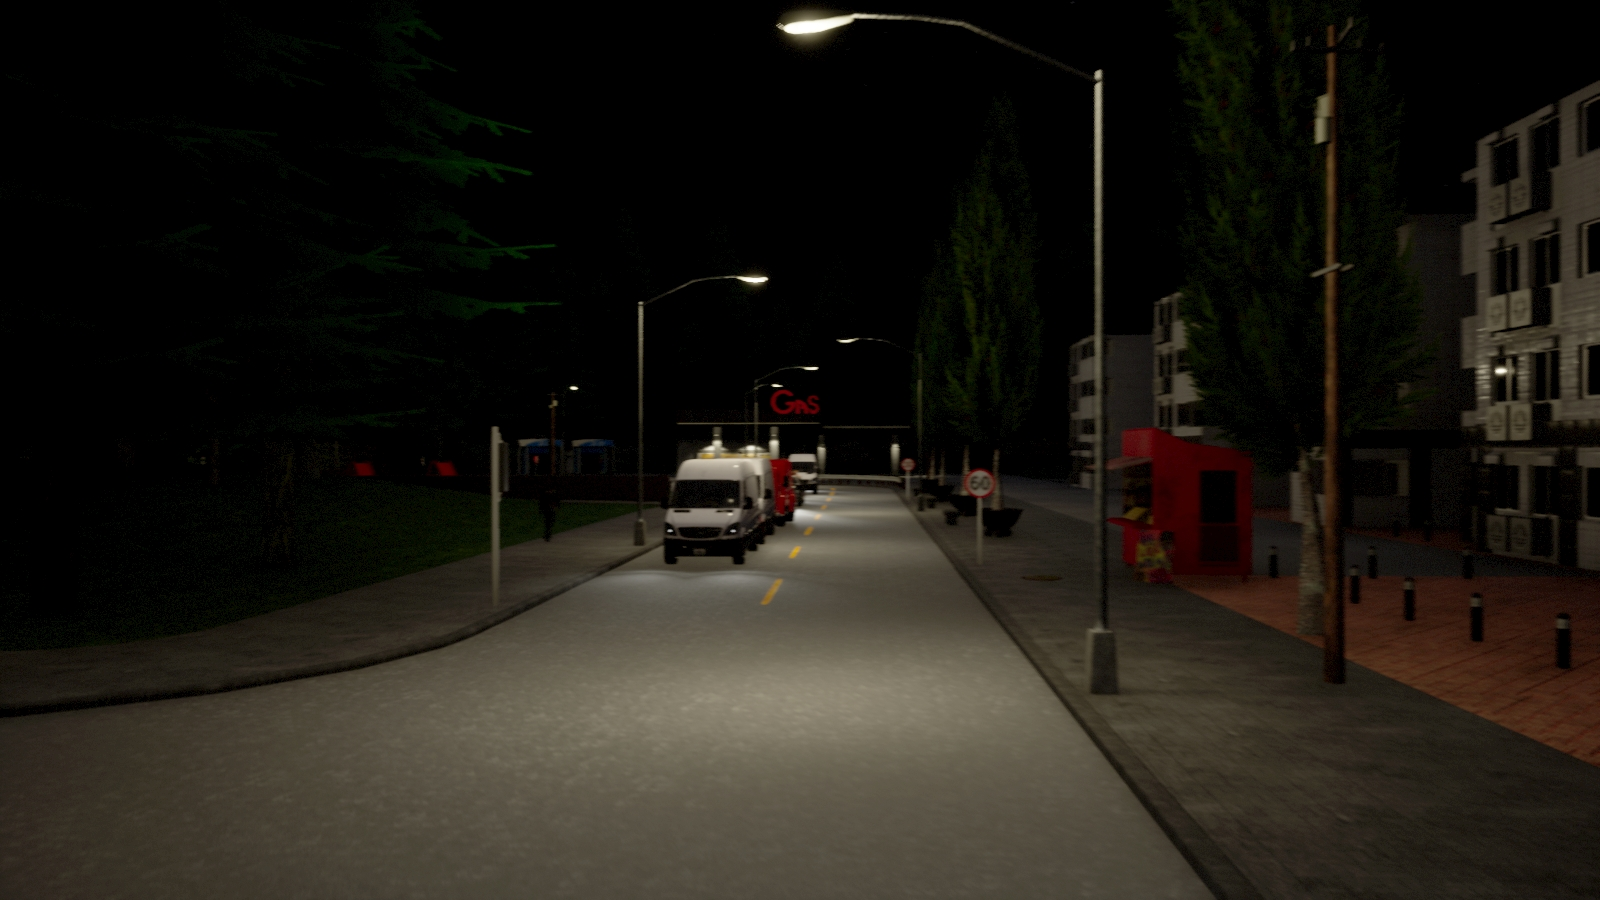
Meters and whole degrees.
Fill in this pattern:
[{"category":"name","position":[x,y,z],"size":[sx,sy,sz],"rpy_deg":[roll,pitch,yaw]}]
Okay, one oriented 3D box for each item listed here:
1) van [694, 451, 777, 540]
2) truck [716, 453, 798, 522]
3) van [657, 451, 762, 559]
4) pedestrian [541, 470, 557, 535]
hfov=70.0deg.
[{"category":"van","position":[-1.932,1.314,36.026],"size":[1.988,2.561,5.915],"rpy_deg":[0,0,3]},{"category":"truck","position":[-1.534,1.347,43.318],"size":[2.627,2.467,5.204],"rpy_deg":[0,0,3]},{"category":"van","position":[-2.252,1.315,30.097],"size":[1.988,2.561,5.915],"rpy_deg":[0,0,3]},{"category":"pedestrian","position":[-7.362,1.532,33.468],"size":[0.375,1.860,0.375],"rpy_deg":[0,0,3]}]
